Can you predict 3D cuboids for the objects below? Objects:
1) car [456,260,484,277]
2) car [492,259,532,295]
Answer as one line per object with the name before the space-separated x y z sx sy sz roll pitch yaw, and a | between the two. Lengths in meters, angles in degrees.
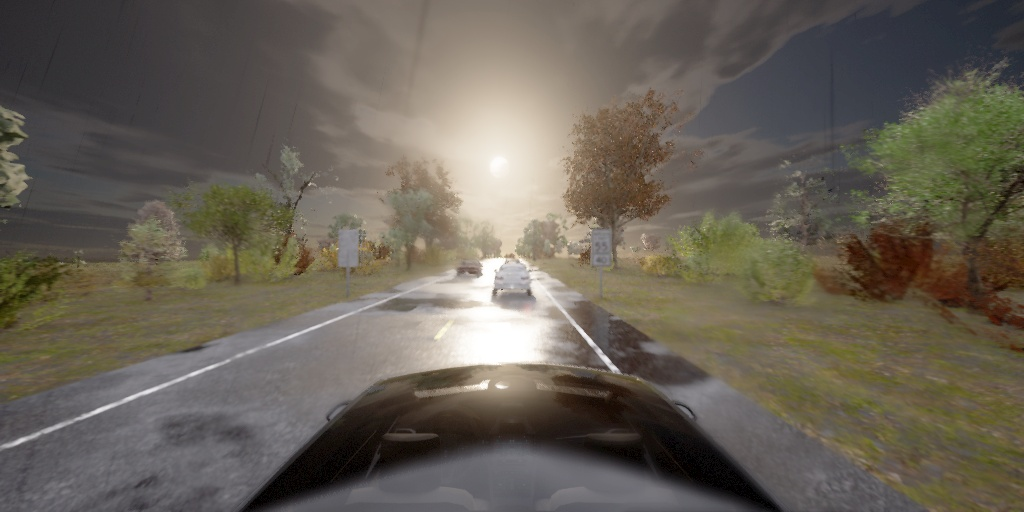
car | -3.514 1.024 30.391 1.895 1.301 4.718 0 1 0
car | 0.025 1.080 17.985 1.812 1.442 4.674 0 1 1
